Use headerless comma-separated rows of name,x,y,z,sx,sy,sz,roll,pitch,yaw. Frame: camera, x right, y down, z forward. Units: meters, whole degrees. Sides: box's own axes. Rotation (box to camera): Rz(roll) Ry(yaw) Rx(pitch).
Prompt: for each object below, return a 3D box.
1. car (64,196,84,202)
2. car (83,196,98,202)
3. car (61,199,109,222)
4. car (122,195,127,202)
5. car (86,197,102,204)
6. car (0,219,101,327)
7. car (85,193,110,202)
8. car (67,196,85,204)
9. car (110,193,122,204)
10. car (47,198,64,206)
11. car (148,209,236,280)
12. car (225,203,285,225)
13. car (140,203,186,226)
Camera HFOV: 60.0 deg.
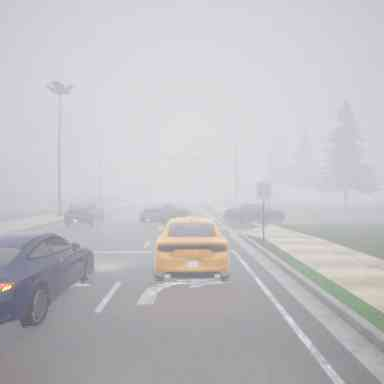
car,-19.787,1.622,57.924,2.033,1.411,5.357,0,0,0
car,-23.287,1.692,76.627,1.895,1.301,4.718,0,0,0
car,-7.461,1.537,23.389,1.837,1.490,4.892,0,1,-2
car,-16.287,1.575,77.047,1.882,1.535,5.008,0,0,0
car,-19.787,1.638,67.134,1.994,1.385,4.181,0,0,0
car,-3.479,1.534,6.889,1.812,1.442,4.674,0,0,-1
car,-16.287,1.425,57.415,2.097,1.767,4.553,0,0,0
car,-23.287,1.563,66.711,1.882,1.535,5.008,0,0,0
car,-16.287,1.308,66.727,2.150,2.045,5.566,0,0,0
car,-23.287,1.675,57.574,1.895,1.301,4.718,0,0,0
car,-0.027,1.490,10.019,1.882,1.535,5.008,0,0,-1
car,4.571,1.555,24.260,4.674,1.442,1.812,0,-2,-24
car,-1.618,1.521,22.974,2.128,1.511,4.902,-1,0,27
